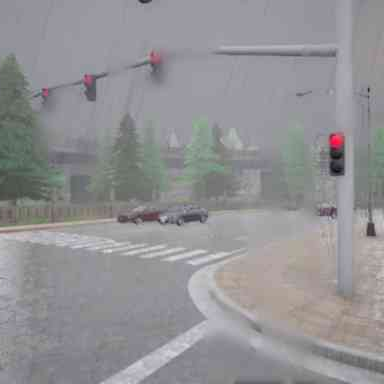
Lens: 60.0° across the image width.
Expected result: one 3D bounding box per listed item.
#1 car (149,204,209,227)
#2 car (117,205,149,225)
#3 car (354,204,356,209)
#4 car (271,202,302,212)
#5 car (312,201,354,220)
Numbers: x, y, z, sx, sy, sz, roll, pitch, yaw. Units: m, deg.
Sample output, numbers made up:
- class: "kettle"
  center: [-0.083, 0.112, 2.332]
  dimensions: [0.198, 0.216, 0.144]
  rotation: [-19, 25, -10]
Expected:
- class: "car"
  center: [-0.611, 1.730, 25.243]
  dimensions: [2.128, 1.511, 4.902]
  rotation: [-1, 0, 36]
- class: "car"
  center: [-3.811, 1.757, 26.776]
  dimensions: [1.882, 1.535, 5.008]
  rotation: [-1, -1, 36]
- class: "car"
  center: [18.499, 1.871, 42.825]
  dimensions: [5.357, 1.411, 2.033]
  rotation: [0, -1, -21]
- class: "car"
  center: [12.332, 1.935, 43.561]
  dimensions: [4.181, 1.385, 1.994]
  rotation: [0, -1, -29]
- class: "car"
  center: [13.071, 1.703, 31.296]
  dimensions: [5.008, 1.535, 1.882]
  rotation: [0, -1, -45]
